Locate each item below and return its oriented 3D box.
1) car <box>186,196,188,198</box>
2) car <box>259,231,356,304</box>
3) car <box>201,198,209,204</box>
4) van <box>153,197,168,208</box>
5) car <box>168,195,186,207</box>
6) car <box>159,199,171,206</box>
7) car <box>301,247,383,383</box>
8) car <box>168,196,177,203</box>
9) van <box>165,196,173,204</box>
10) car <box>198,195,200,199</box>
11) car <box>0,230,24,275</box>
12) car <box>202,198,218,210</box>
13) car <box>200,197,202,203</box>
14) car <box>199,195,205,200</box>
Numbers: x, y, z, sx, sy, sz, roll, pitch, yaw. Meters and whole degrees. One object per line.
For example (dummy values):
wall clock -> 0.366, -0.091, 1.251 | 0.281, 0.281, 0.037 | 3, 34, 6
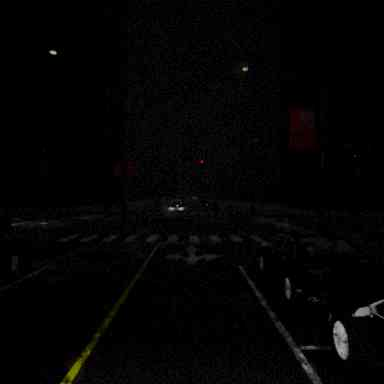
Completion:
car -> -2.579, 2.111, 75.710 | 2.033, 1.411, 5.357 | 0, 0, 1
car -> 2.764, 1.612, 8.049 | 2.008, 1.369, 4.403 | 0, 0, 0
car -> 3.255, 2.166, 83.477 | 1.752, 1.417, 4.829 | 0, 0, 1
van -> -5.521, 1.765, 55.820 | 1.690, 1.788, 3.998 | 0, 0, 1
car -> -2.763, 1.672, 59.434 | 2.150, 2.045, 5.566 | 0, 0, 1
car -> -5.421, 2.076, 66.842 | 1.947, 1.339, 4.313 | 0, 0, 1
car -> 2.764, 1.574, 3.057 | 2.008, 1.369, 4.403 | 0, 0, 0
car -> -5.221, 1.998, 88.894 | 2.192, 1.841, 5.009 | 0, 0, 1
van -> -5.321, 1.937, 77.869 | 1.690, 1.788, 3.998 | 0, 0, 1
car -> 3.304, 2.122, 88.820 | 1.967, 1.590, 4.097 | 0, 0, 1
car -> -5.761, 1.611, 8.052 | 2.008, 1.369, 4.403 | 0, 0, 0
car -> 2.953, 1.932, 50.231 | 2.008, 1.369, 4.403 | 0, 0, 1
car -> 3.054, 2.017, 61.256 | 2.008, 1.369, 4.403 | 0, 0, 1
car -> 3.104, 1.824, 66.770 | 2.192, 1.841, 5.009 | 0, 0, 1
